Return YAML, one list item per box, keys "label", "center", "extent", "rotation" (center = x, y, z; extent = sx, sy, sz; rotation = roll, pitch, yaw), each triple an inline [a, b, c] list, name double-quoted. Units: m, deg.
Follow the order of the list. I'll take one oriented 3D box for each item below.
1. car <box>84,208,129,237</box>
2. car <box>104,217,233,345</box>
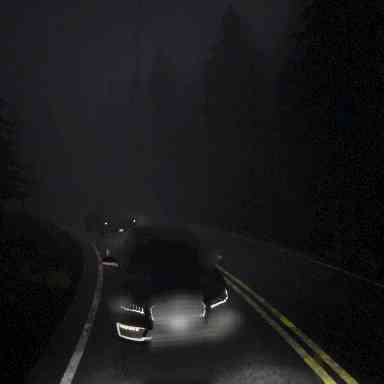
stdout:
- label: "car"
  center: [-4.616, 1.609, 18.511]
  extent: [1.895, 1.301, 4.718]
  rotation: [-3, 1, -29]
- label: "car"
  center: [-0.640, 1.494, 6.775]
  extent: [1.837, 1.490, 4.892]
  rotation: [-1, 0, -11]
